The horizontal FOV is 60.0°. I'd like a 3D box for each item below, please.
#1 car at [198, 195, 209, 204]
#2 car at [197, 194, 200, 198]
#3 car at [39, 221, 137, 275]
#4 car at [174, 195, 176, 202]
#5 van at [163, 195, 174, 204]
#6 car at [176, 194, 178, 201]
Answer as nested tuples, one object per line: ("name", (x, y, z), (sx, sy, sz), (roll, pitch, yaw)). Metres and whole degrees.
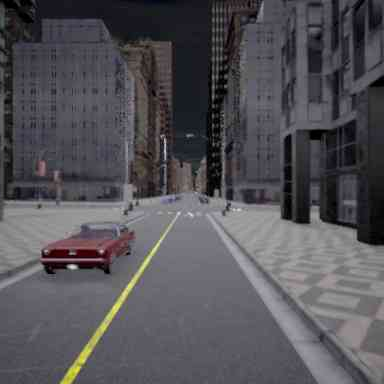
("car", (2.874, 1.922, 74.803), (1.947, 1.339, 4.313), (0, 0, 0))
("car", (2.983, 1.993, 91.751), (1.802, 1.307, 4.206), (0, 0, 0))
("car", (-3.104, 1.666, 10.875), (1.895, 1.301, 4.718), (0, 0, 0))
("car", (-5.615, 1.958, 80.506), (1.802, 1.307, 4.206), (0, 0, 0))
("van", (-5.650, 1.698, 74.858), (1.690, 1.788, 3.998), (0, 0, 0))
("car", (-5.541, 1.851, 91.804), (1.967, 1.590, 4.097), (0, 0, 0))
